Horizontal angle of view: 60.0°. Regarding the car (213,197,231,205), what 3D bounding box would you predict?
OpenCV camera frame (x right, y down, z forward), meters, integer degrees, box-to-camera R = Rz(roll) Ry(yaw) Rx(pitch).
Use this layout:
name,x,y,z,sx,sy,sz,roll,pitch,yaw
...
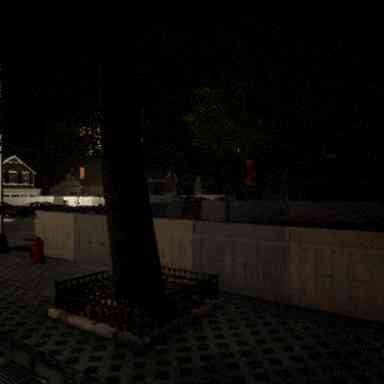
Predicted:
name,x,y,z,sx,sy,sz,roll,pitch,yaw
car,5.635,1.663,62.133,1.994,1.385,4.181,0,0,24

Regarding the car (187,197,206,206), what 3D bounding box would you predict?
name,x,y,z,sx,sy,sz,roll,pitch,yaw
car,1.458,1.585,53.109,1.837,1.490,4.892,0,0,24

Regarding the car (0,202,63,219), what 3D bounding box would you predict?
name,x,y,z,sx,sy,sz,roll,pitch,yaw
car,-14.247,1.583,30.320,2.033,1.411,5.357,0,0,29

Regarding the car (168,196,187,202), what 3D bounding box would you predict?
name,x,y,z,sx,sy,sz,roll,pitch,yaw
car,-2.023,1.631,53.640,2.033,1.411,5.357,0,0,26

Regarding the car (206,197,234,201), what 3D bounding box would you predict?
name,x,y,z,sx,sy,sz,roll,pitch,yaw
car,4.512,1.623,52.002,2.033,1.411,5.357,0,0,26

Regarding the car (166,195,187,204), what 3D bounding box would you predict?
name,x,y,z,sx,sy,sz,roll,pitch,yaw
car,-2.703,1.276,59.594,1.812,1.442,4.674,0,0,25
